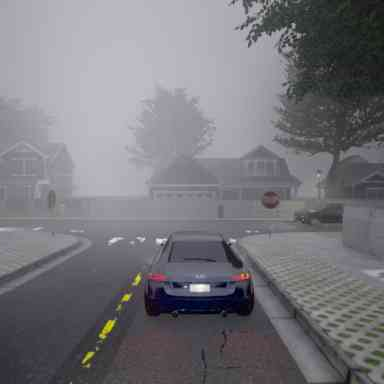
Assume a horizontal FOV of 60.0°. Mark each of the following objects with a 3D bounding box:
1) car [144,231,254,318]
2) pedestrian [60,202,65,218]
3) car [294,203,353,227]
[{"bbox_3d":[0.105,1.561,7.514,1.994,1.385,4.181,0,0,-1],"label":"car"},{"bbox_3d":[-9.823,1.334,25.255,0.375,1.300,0.375,0,0,-1],"label":"pedestrian"},{"bbox_3d":[9.444,1.528,22.585,4.892,1.490,1.837,1,1,-1],"label":"car"}]
